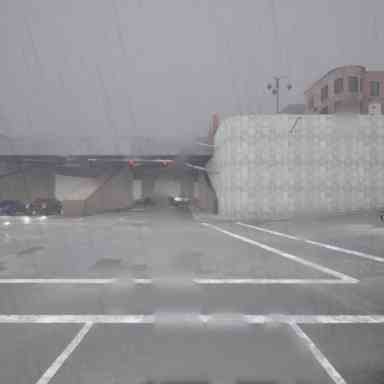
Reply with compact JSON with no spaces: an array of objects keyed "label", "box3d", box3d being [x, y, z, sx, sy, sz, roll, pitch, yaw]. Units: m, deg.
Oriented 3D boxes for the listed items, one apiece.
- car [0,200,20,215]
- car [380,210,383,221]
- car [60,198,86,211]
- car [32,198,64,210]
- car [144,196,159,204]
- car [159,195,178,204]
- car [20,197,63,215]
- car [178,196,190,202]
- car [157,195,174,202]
[{"label":"car","box3d":[-18.356,1.526,33.706,1.812,1.442,4.674,0,0,-2]},{"label":"car","box3d":[12.789,0.873,18.181,4.674,1.442,1.812,-7,0,-1]},{"label":"car","box3d":[-15.086,1.563,42.334,1.994,1.385,4.181,0,0,-2]},{"label":"car","box3d":[-18.613,1.547,43.286,2.033,1.411,5.357,0,0,-2]},{"label":"car","box3d":[-8.093,1.547,64.960,2.033,1.411,5.357,0,0,4]},{"label":"car","box3d":[-4.573,1.491,65.123,2.128,1.511,4.902,0,0,4]},{"label":"car","box3d":[-14.844,1.352,33.386,2.097,1.767,4.553,0,0,-2]},{"label":"car","box3d":[-2.265,1.524,75.136,1.812,1.442,4.674,0,0,28]},{"label":"car","box3d":[-5.945,1.500,75.392,1.837,1.490,4.892,0,0,24]}]
